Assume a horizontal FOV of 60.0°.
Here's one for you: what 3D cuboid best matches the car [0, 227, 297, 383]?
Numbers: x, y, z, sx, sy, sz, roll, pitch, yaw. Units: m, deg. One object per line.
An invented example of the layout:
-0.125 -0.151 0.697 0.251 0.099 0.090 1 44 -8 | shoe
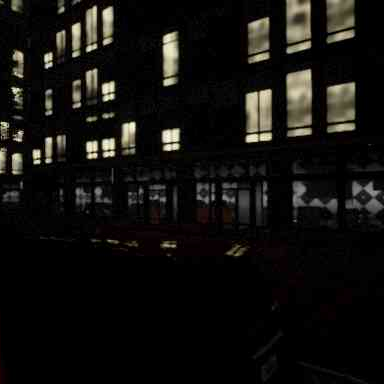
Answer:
-1.394 1.342 3.746 5.009 1.841 2.192 -1 0 36 | car
